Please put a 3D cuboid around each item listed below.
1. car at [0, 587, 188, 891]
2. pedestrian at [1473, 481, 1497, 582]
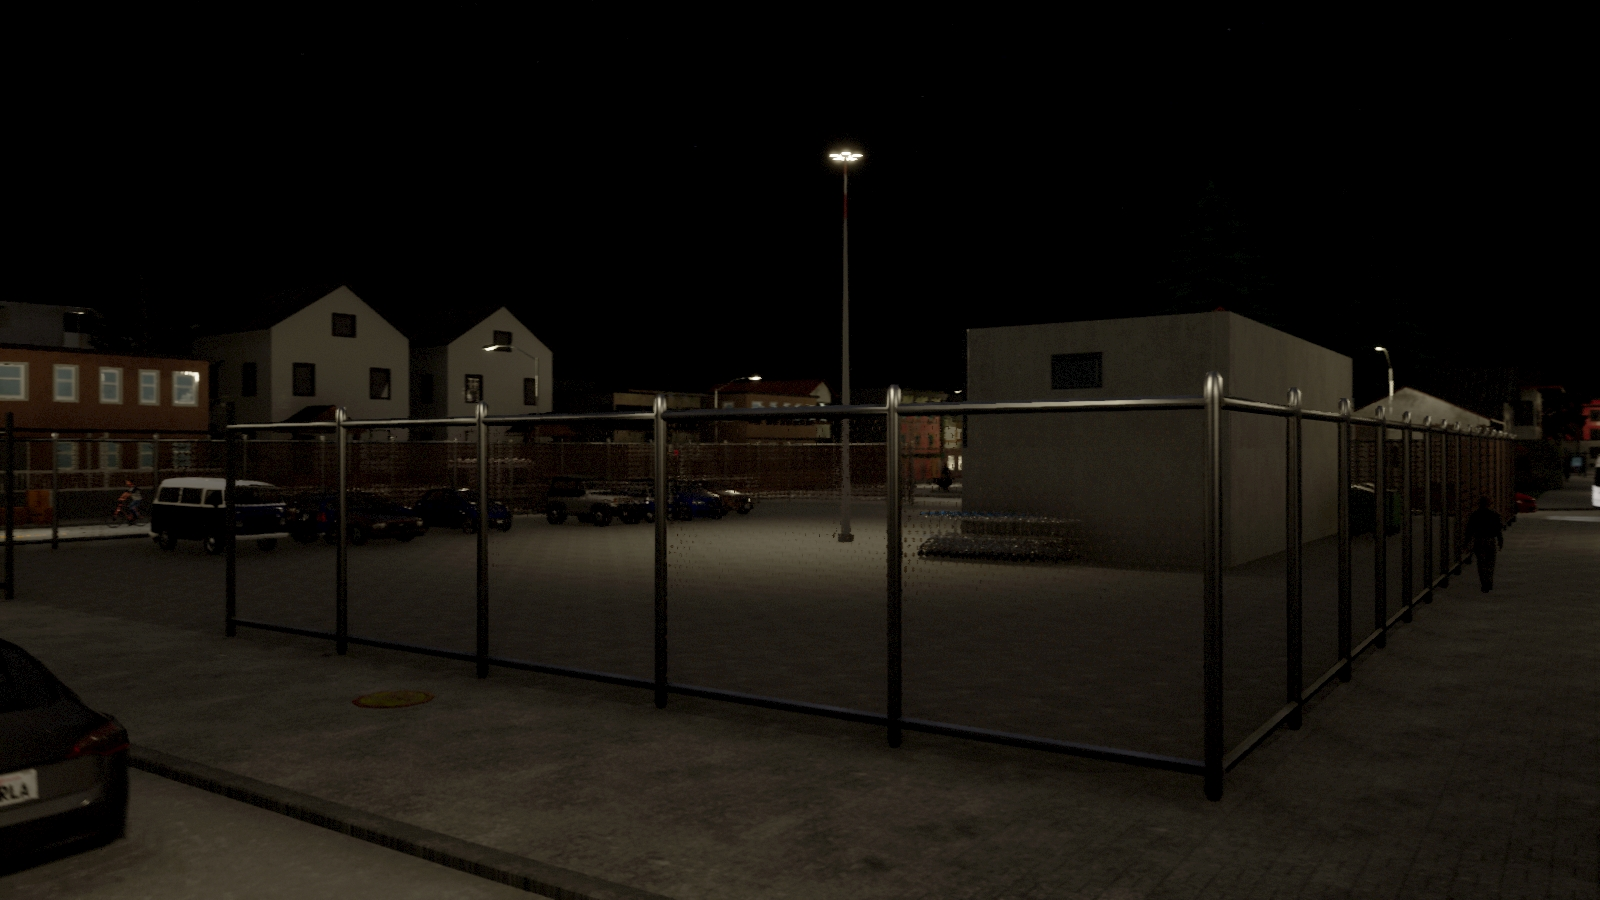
[{"bbox_3d":[-6.683,1.872,8.159,4.792,1.488,2.163,0,0,35],"label":"car"},{"bbox_3d":[12.943,1.531,21.589,0.375,1.860,0.375,0,0,34],"label":"pedestrian"}]
